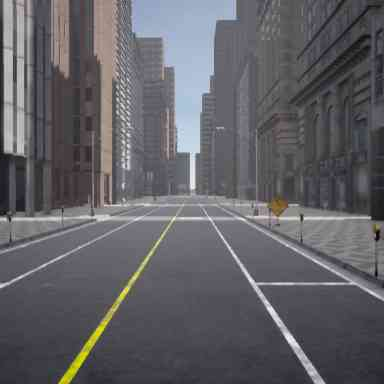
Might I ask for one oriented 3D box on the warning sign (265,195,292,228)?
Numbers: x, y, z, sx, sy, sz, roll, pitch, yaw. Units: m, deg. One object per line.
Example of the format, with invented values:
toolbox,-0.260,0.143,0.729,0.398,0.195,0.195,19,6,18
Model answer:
warning sign,5.071,1.111,19.659,1.300,1.860,1.060,0,0,0
